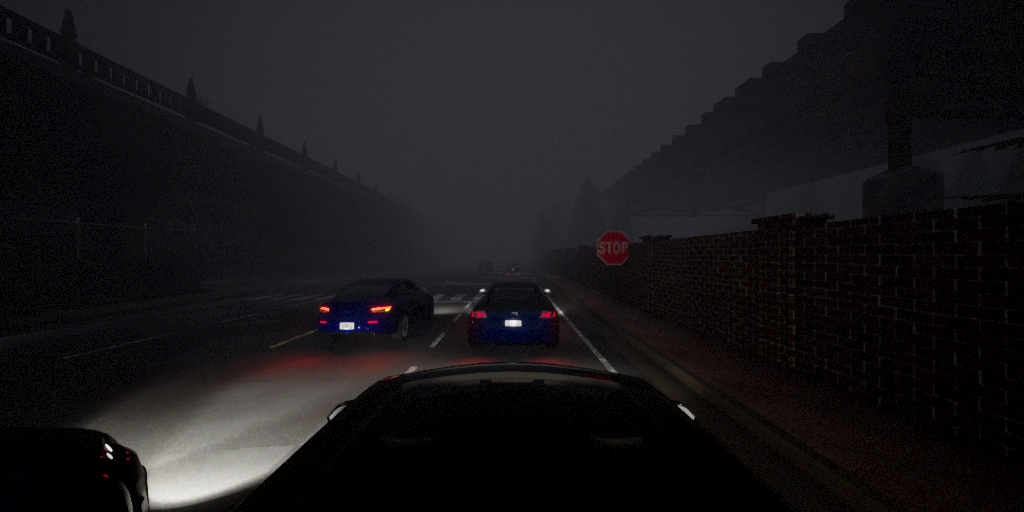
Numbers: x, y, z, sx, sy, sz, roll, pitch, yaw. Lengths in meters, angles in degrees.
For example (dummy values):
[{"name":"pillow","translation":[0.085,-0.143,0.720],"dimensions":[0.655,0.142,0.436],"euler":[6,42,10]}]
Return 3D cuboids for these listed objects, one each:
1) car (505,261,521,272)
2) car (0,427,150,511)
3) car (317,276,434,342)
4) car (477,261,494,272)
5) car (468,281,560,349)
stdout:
[{"name":"car","translation":[0.101,1.351,45.994],"dimensions":[1.895,1.301,4.718],"euler":[0,0,-1]},{"name":"car","translation":[-3.398,1.314,0.602],"dimensions":[1.994,1.385,4.181],"euler":[0,0,0]},{"name":"car","translation":[-3.412,1.276,9.698],"dimensions":[1.812,1.442,4.674],"euler":[0,0,0]},{"name":"car","translation":[-3.394,1.297,45.835],"dimensions":[2.033,1.411,5.357],"euler":[0,0,-1]},{"name":"car","translation":[0.070,1.314,9.176],"dimensions":[1.994,1.385,4.181],"euler":[0,0,1]}]
